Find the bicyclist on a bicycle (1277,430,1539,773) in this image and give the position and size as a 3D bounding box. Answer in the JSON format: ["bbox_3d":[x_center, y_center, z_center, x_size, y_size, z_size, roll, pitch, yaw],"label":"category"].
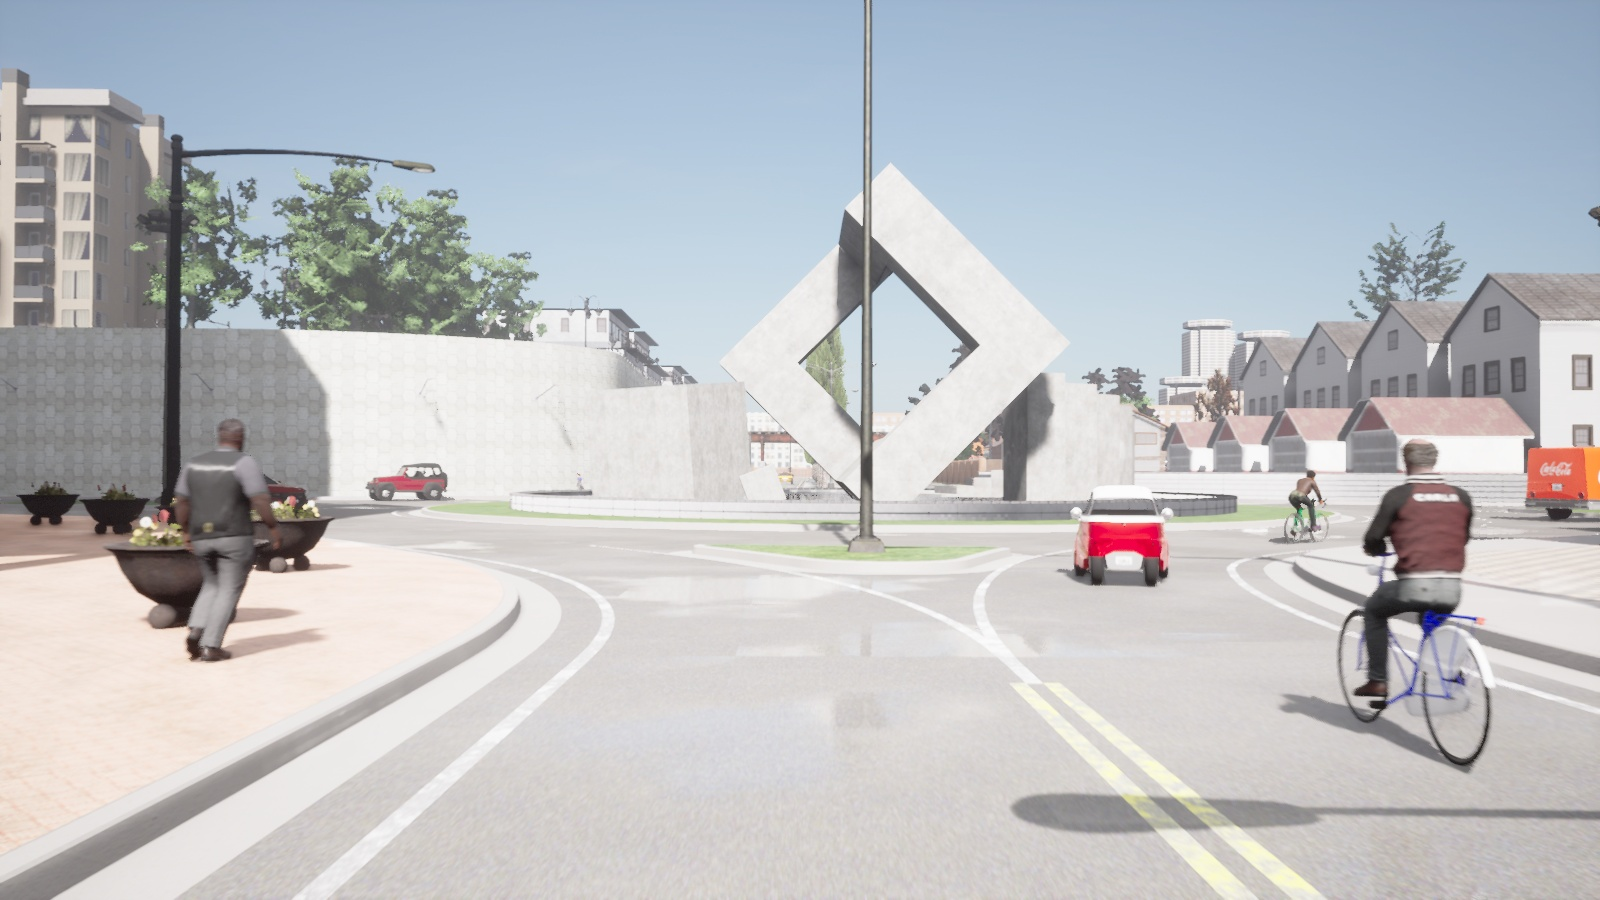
[{"bbox_3d":[3.508,0.796,7.442,0.659,1.776,1.843,0,-1,1],"label":"bicyclist on a bicycle"}]

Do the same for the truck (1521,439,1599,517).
[{"bbox_3d":[27.410,0.925,42.205,5.204,2.467,2.627,0,-1,-17],"label":"truck"}]

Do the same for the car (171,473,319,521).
[{"bbox_3d":[-19.282,1.600,43.597,5.008,1.535,1.882,0,-1,26],"label":"car"}]

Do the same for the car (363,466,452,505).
[{"bbox_3d":[-19.447,1.729,62.211,3.866,1.878,1.905,0,-1,-31],"label":"car"}]

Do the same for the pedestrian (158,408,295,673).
[{"bbox_3d":[-4.268,0.654,9.388,0.563,1.883,0.849,0,-1,7],"label":"pedestrian"}]

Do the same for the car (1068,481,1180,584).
[{"bbox_3d":[4.706,1.159,18.372,1.481,1.376,2.207,-1,-1,13],"label":"car"}]

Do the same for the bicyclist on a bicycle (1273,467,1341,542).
[{"bbox_3d":[11.266,1.189,27.880,1.656,1.620,0.582,1,-1,-35],"label":"bicyclist on a bicycle"}]
